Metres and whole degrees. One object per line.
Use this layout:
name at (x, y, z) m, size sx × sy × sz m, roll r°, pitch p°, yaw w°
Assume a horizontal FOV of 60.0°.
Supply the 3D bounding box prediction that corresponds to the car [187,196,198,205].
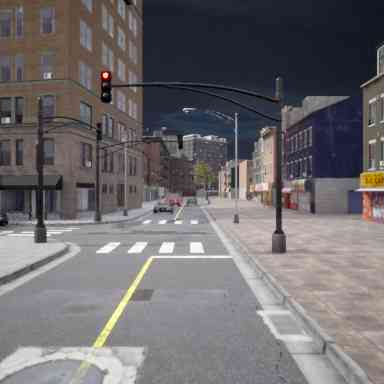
car at (0.026, 1.511, 59.308) m, size 2.128 × 1.511 × 4.902 m, roll 0°, pitch 0°, yaw 0°

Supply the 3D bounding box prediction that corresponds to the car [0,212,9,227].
car at (-14.061, 1.626, 21.312) m, size 4.181 × 1.385 × 1.994 m, roll 0°, pitch 0°, yaw 9°

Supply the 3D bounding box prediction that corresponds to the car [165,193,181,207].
car at (-2.906, 1.237, 51.078) m, size 2.150 × 2.045 × 5.566 m, roll 0°, pitch 0°, yaw 0°

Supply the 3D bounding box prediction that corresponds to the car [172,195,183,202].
car at (-2.833, 1.283, 66.974) m, size 2.033 × 1.411 × 5.357 m, roll 0°, pitch 0°, yaw 0°

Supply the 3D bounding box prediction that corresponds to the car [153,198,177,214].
car at (-2.891, 1.571, 34.539) m, size 1.994 × 1.385 × 4.181 m, roll 0°, pitch 0°, yaw 0°
